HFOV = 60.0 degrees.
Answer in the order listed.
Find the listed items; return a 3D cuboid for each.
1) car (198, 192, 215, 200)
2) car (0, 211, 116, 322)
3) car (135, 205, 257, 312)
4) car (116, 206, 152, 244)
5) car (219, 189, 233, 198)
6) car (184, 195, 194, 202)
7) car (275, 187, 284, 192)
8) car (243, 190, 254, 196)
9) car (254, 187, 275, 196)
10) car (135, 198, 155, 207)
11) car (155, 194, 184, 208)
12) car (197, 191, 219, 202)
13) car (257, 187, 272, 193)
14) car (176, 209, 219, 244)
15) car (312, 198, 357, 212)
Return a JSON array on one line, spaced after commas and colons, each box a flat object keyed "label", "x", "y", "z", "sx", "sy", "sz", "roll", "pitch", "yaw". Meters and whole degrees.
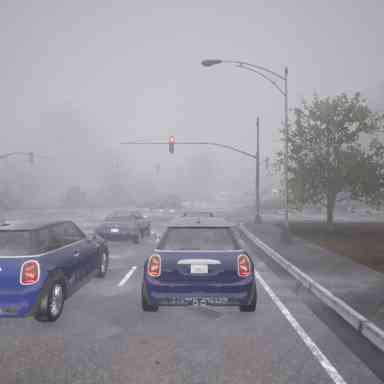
[{"label": "car", "x": 3.321, "y": 0.787, "z": 76.811, "sx": 2.128, "sy": 1.511, "sz": 4.902, "roll": 0, "pitch": 3, "yaw": 26}, {"label": "car", "x": -3.365, "y": 1.361, "z": 7.405, "sx": 2.097, "sy": 1.767, "sz": 4.553, "roll": 0, "pitch": 0, "yaw": 1}, {"label": "car", "x": 0.139, "y": 1.361, "z": 7.909, "sx": 2.097, "sy": 1.767, "sz": 4.553, "roll": 0, "pitch": 0, "yaw": 0}, {"label": "car", "x": -3.199, "y": 1.594, "z": 16.018, "sx": 1.994, "sy": 1.385, "sz": 4.181, "roll": 0, "pitch": 0, "yaw": 2}, {"label": "car", "x": 7.768, "y": 0.314, "z": 77.838, "sx": 2.150, "sy": 2.045, "sz": 5.566, "roll": 0, "pitch": 3, "yaw": 28}, {"label": "car", "x": -1.127, "y": 1.331, "z": 66.917, "sx": 1.994, "sy": 1.385, "sz": 4.181, "roll": 0, "pitch": 2, "yaw": 21}, {"label": "car", "x": 23.401, "y": -0.598, "z": 89.378, "sx": 1.882, "sy": 1.535, "sz": 5.008, "roll": 0, "pitch": 3, "yaw": 38}, {"label": "car", "x": 14.132, "y": 0.206, "z": 81.913, "sx": 1.812, "sy": 1.442, "sz": 4.674, "roll": 0, "pitch": 3, "yaw": 33}, {"label": "car", "x": 17.662, "y": 0.142, "z": 80.977, "sx": 2.128, "sy": 1.511, "sz": 4.902, "roll": 0, "pitch": 3, "yaw": 33}, {"label": "car", "x": -6.691, "y": 1.615, "z": 49.302, "sx": 1.837, "sy": 1.490, "sz": 4.892, "roll": 0, "pitch": 0, "yaw": 16}, {"label": "car", "x": -3.100, "y": 1.330, "z": 47.844, "sx": 2.150, "sy": 2.045, "sz": 5.566, "roll": 0, "pitch": 0, "yaw": 10}, {"label": "car", "x": 2.974, "y": 0.897, "z": 67.699, "sx": 2.150, "sy": 2.045, "sz": 5.566, "roll": 0, "pitch": 2, "yaw": 23}, {"label": "car", "x": 19.801, "y": -0.522, "z": 90.398, "sx": 2.128, "sy": 1.511, "sz": 4.902, "roll": 0, "pitch": 3, "yaw": 38}, {"label": "car", "x": 0.326, "y": 1.633, "z": 16.940, "sx": 1.895, "sy": 1.301, "sz": 4.718, "roll": 0, "pitch": 0, "yaw": 2}, {"label": "car", "x": 16.434, "y": 1.532, "z": 38.431, "sx": 4.892, "sy": 1.490, "sz": 1.837, "roll": -1, "pitch": 0, "yaw": 4}]
